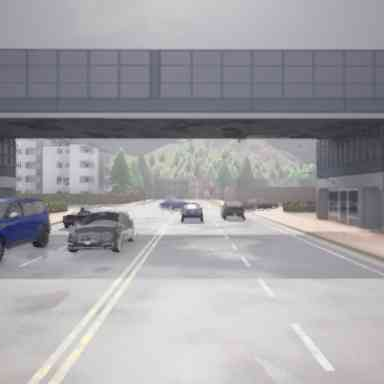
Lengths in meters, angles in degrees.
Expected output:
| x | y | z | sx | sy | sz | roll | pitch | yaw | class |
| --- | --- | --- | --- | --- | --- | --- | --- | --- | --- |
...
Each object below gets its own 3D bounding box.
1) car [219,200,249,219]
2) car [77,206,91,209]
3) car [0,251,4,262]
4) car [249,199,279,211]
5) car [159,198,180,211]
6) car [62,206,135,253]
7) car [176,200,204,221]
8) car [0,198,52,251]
| x | y | z | sx | sy | sz | roll | pitch | yaw | class |
| --- | --- | --- | --- | --- | --- | --- | --- | --- | --- |
| 3.547 | 1.571 | 29.638 | 1.837 | 1.490 | 4.892 | 0 | 0 | 1 | car |
| -7.053 | 1.651 | 22.522 | 1.895 | 1.301 | 4.718 | 0 | 0 | 0 | car |
| -3.595 | 1.571 | 2.678 | 1.994 | 1.385 | 4.181 | 0 | 0 | 0 | car |
| 8.509 | 1.585 | 41.300 | 4.902 | 1.511 | 2.128 | 0 | -1 | -27 | car |
| -2.611 | 1.574 | 43.213 | 1.882 | 1.535 | 5.008 | 1 | 0 | -31 | car |
| -3.587 | 1.537 | 13.892 | 1.837 | 1.490 | 4.892 | 0 | 0 | 0 | car |
| 0.030 | 1.610 | 27.685 | 2.033 | 1.411 | 5.357 | 0 | 0 | 0 | car |
| -7.083 | 1.250 | 12.023 | 2.150 | 2.045 | 5.566 | 0 | 0 | 0 | car |
